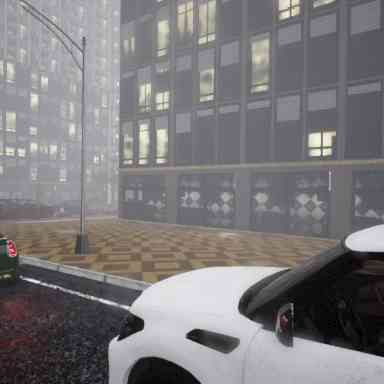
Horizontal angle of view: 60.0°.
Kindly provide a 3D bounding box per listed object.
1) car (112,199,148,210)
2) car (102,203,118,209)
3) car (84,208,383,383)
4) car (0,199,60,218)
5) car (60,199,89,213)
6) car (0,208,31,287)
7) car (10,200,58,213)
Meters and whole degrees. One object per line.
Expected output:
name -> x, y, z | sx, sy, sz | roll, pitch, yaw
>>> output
car -> -8.965, 1.763, 48.382 | 2.128, 1.511, 4.902 | 1, 0, 36
car -> -8.386, 1.830, 39.428 | 1.752, 1.417, 4.829 | 1, 0, 36
car -> 1.864, 1.222, 2.352 | 5.566, 2.045, 2.150 | 0, 0, 36
car -> -15.170, 1.519, 30.206 | 2.192, 1.841, 5.009 | 1, 0, 36
car -> -14.899, 1.689, 40.329 | 1.837, 1.490, 4.892 | 1, 0, 37
car -> -6.211, 1.348, 8.090 | 4.553, 1.767, 2.097 | 0, 0, 35
car -> -18.681, 1.642, 39.576 | 1.752, 1.417, 4.829 | 1, 0, 36
